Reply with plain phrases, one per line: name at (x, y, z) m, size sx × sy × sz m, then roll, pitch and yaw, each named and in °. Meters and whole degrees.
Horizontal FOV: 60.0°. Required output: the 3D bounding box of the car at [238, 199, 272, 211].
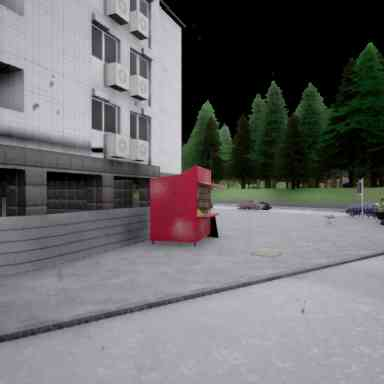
car at (7.483, 1.564, 39.873) m, size 1.994 × 1.385 × 4.181 m, roll 0°, pitch 0°, yaw -35°

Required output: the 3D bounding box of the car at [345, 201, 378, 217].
car at (15.589, 1.525, 28.556) m, size 1.812 × 1.442 × 4.674 m, roll 0°, pitch 0°, yaw -36°
